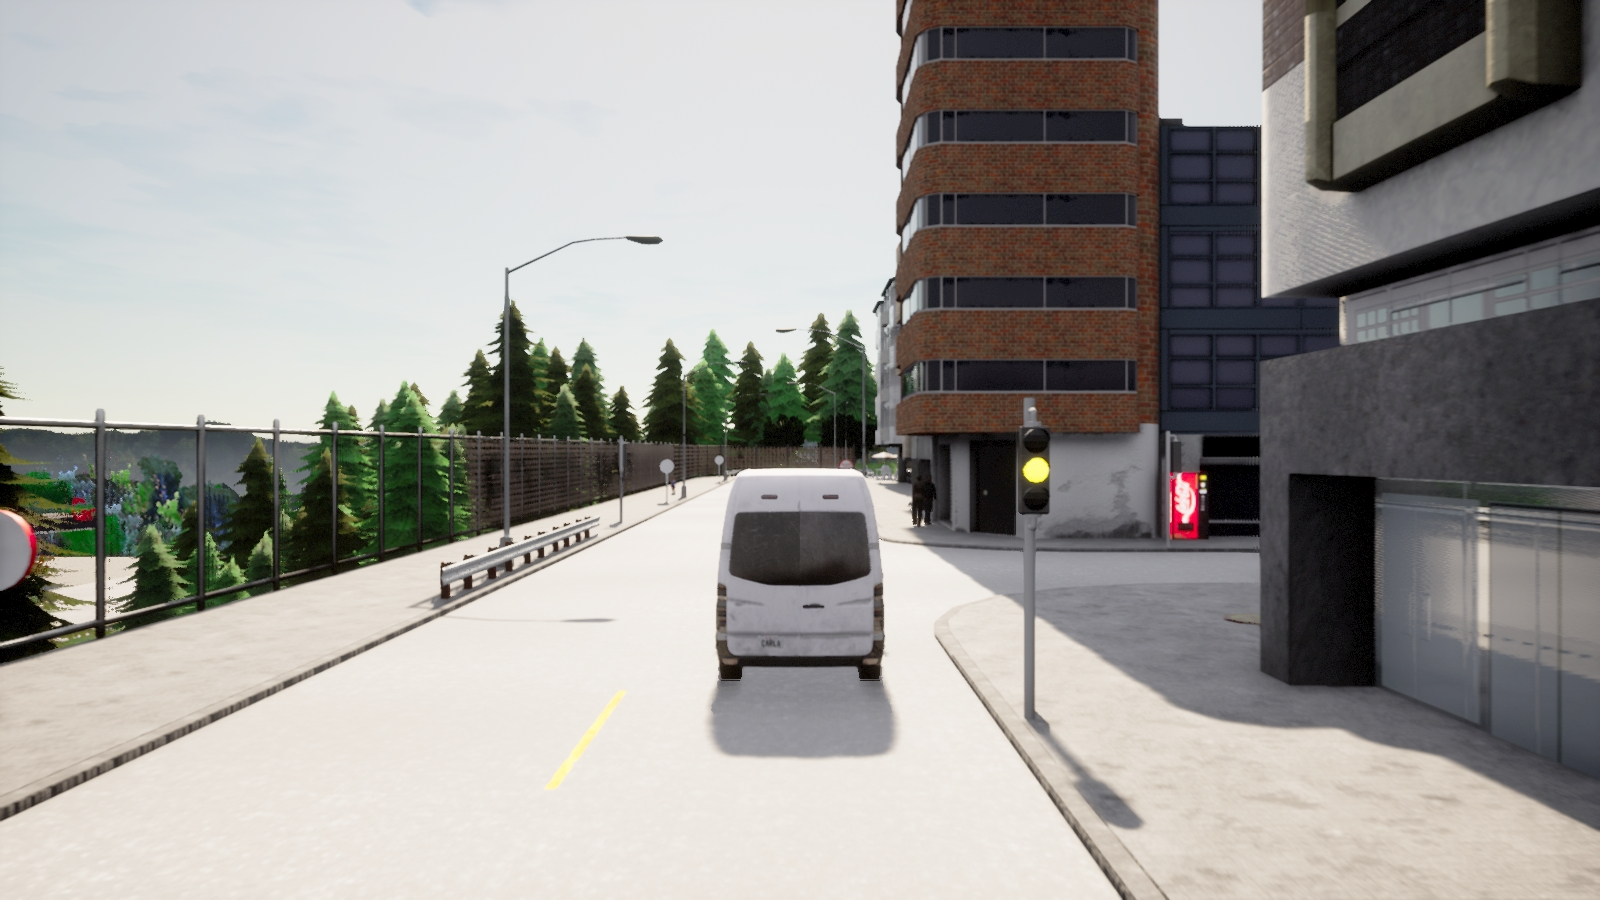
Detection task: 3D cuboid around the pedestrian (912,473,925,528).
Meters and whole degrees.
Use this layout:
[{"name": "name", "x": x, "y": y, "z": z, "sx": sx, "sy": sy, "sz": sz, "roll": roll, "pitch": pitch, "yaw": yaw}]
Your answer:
[{"name": "pedestrian", "x": 4.089, "y": 1.731, "z": 39.416, "sx": 0.375, "sy": 1.860, "sz": 0.375, "roll": 0, "pitch": 0, "yaw": -8}]

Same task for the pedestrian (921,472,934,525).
[{"name": "pedestrian", "x": 4.541, "y": 1.732, "z": 40.669, "sx": 0.375, "sy": 1.860, "sz": 0.375, "roll": 0, "pitch": 0, "yaw": -12}]

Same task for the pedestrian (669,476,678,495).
[{"name": "pedestrian", "x": -7.585, "y": 2.117, "z": 68.381, "sx": 0.500, "sy": 1.100, "sz": 0.500, "roll": 0, "pitch": 0, "yaw": 1}]

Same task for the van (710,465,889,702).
[{"name": "van", "x": -0.004, "y": 1.533, "z": 15.697, "sx": 1.988, "sy": 2.561, "sz": 5.915, "roll": 0, "pitch": 0, "yaw": 0}]
